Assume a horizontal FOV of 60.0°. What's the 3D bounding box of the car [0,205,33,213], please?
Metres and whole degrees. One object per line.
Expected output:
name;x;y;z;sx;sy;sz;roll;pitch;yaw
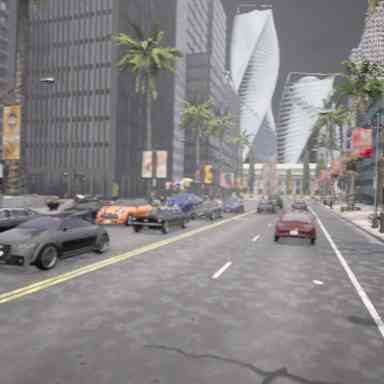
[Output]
car;-7.518;1.272;12.369;2.128;1.511;4.902;2;0;18

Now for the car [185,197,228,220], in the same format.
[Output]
car;1.310;1.478;27.807;1.837;1.490;4.892;2;0;18

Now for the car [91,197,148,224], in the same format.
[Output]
car;-4.297;1.194;22.037;2.097;1.767;4.553;2;0;18

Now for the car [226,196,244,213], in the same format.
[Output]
car;4.534;1.387;37.390;2.097;1.767;4.553;2;0;19

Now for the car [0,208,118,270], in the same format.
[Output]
car;-4.425;1.427;10.585;1.994;1.385;4.181;2;0;18

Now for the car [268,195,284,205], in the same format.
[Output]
car;12.595;1.435;50.446;2.150;2.045;5.566;2;0;19

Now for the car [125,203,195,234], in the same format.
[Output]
car;-1.645;1.518;18.957;1.895;1.301;4.718;2;0;18

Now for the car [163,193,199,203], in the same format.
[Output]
car;-0.997;1.127;31.908;2.150;2.045;5.566;2;0;18

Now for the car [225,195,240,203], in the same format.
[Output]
car;8.848;1.552;72.162;2.231;1.521;4.892;2;0;18

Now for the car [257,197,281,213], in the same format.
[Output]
car;8.586;1.629;38.027;2.128;1.511;4.902;2;0;18

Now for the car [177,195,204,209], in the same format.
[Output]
car;-0.120;1.256;44.191;2.185;1.767;4.553;2;0;18

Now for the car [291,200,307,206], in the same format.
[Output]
car;14.243;1.761;44.174;2.128;1.511;4.902;2;0;18

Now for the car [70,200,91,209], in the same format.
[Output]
car;-7.107;1.280;23.401;2.161;1.482;4.786;2;0;18

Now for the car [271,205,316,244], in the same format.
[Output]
car;5.176;1.622;16.653;1.812;1.442;4.674;2;0;18
